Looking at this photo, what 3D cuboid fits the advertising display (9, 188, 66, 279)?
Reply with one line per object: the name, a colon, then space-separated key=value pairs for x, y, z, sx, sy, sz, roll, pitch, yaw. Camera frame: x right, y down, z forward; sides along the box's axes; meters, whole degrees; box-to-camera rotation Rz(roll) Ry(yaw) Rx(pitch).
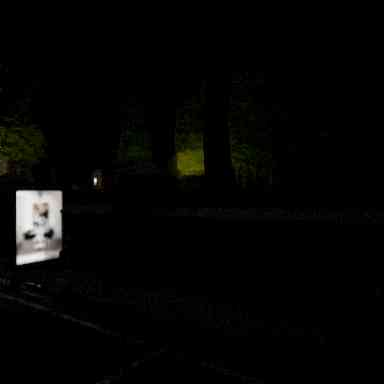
advertising display: x=-4.446 y=1.118 z=9.652 sx=0.280 sy=2.440 sz=1.540 roll=-1 pitch=0 yaw=35
